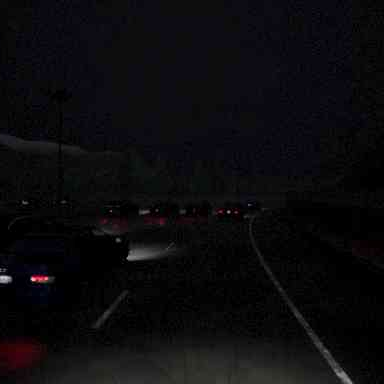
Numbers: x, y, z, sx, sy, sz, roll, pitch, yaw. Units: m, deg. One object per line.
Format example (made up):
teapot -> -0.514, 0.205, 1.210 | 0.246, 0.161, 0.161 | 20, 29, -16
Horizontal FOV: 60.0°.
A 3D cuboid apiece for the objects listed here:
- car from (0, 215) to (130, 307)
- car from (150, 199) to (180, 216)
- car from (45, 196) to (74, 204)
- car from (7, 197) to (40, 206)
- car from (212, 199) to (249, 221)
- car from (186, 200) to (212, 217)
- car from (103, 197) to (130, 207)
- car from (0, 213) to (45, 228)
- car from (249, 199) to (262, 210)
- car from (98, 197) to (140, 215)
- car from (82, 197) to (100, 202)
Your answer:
car -> -3.033, 1.537, 8.183 | 2.033, 1.411, 5.357 | 0, 0, 4
car -> -2.592, 1.472, 32.667 | 2.128, 1.511, 4.902 | 0, 0, 14
car -> -19.676, 1.440, 49.578 | 1.837, 1.490, 4.892 | 0, 0, 19
car -> -23.988, 1.431, 47.622 | 1.837, 1.490, 4.892 | 0, 0, 17
car -> 3.272, 1.543, 27.274 | 2.033, 1.411, 5.357 | 0, 0, 12
car -> 0.800, 1.466, 31.847 | 1.882, 1.535, 5.008 | 0, 0, 14
car -> -11.599, 1.516, 51.448 | 1.994, 1.385, 4.181 | 0, 0, 21
car -> -6.213, 1.473, 11.674 | 2.128, 1.511, 4.902 | 0, 0, 5
car -> 7.661, 1.562, 42.408 | 1.994, 1.385, 4.181 | 0, 0, 19
car -> -6.502, 1.464, 31.414 | 2.128, 1.511, 4.902 | 0, 0, 13
car -> -15.160, 1.470, 51.886 | 1.812, 1.442, 4.674 | 0, 0, 20
